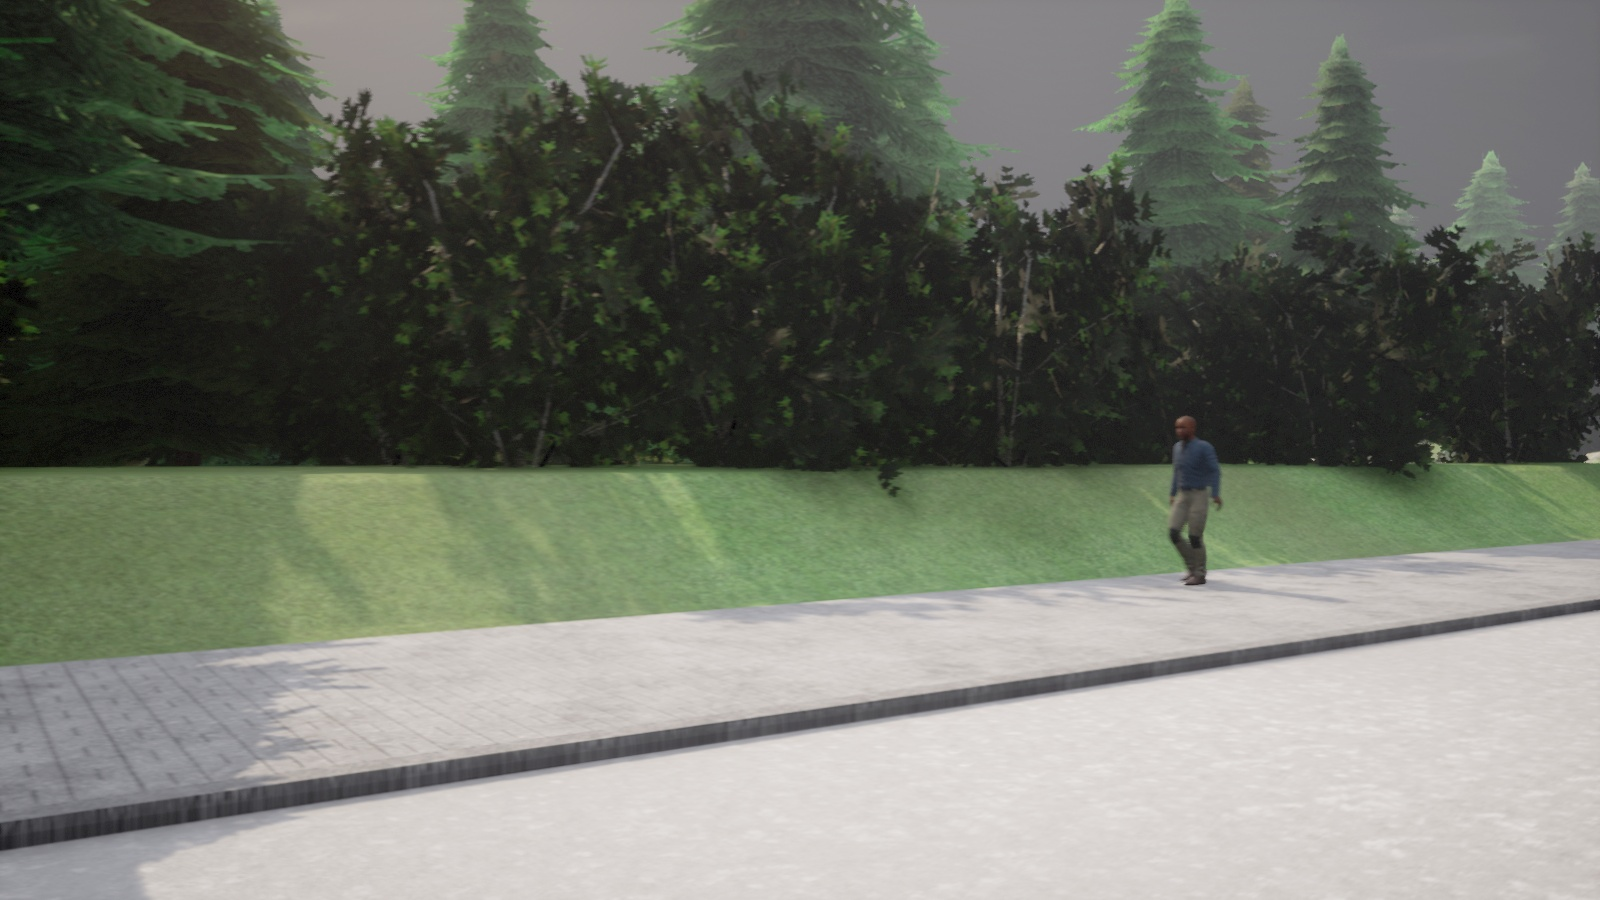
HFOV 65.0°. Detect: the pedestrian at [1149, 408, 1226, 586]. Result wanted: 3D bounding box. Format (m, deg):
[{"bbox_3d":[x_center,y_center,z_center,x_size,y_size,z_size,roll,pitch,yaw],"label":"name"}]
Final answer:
[{"bbox_3d":[4.095,0.488,13.264,0.726,1.835,0.370,0,0,-28],"label":"pedestrian"}]
